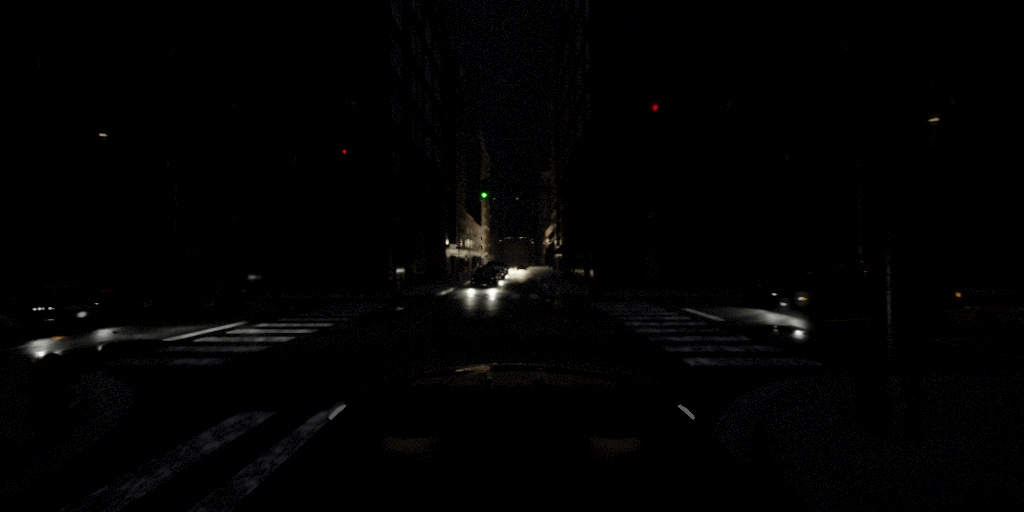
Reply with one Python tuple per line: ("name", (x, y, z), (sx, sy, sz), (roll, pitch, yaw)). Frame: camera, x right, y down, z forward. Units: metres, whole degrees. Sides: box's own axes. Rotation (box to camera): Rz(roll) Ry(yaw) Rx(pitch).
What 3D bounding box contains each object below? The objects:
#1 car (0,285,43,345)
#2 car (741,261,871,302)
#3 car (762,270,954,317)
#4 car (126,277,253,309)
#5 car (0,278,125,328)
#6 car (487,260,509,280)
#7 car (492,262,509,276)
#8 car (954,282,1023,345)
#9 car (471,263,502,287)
("car", (-14.167, 1.493, 8.116), (4.829, 1.417, 1.751), (0, 0, 2))
("car", (12.766, 1.131, 15.401), (5.009, 1.841, 2.192), (0, 0, 2))
("car", (12.509, 1.343, 12.841), (5.357, 1.411, 2.033), (-1, -1, 4))
("car", (-14.106, 1.604, 16.142), (4.313, 1.339, 1.948), (0, 0, 2))
("car", (-15.180, 1.489, 10.680), (4.902, 1.511, 2.128), (0, -1, 1))
("car", (-1.814, 1.487, 39.444), (2.150, 2.045, 5.566), (0, -1, 2))
("car", (-1.525, 1.746, 49.778), (2.097, 1.767, 4.553), (0, -1, 2))
("car", (12.705, 1.271, 7.374), (4.829, 1.417, 1.751), (0, 0, 2))
("car", (-2.095, 1.605, 28.734), (1.882, 1.535, 5.008), (0, -1, 2))
